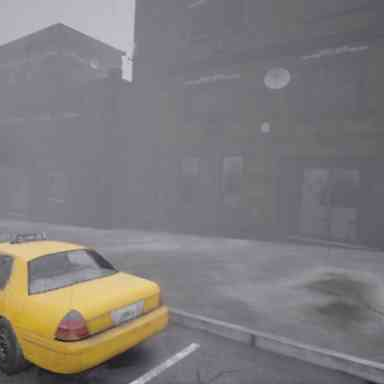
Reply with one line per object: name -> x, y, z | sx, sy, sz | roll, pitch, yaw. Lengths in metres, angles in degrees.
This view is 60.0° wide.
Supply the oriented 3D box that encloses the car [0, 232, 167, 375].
car -> -2.880, 1.462, 5.584 | 5.366, 1.575, 1.946 | 0, 0, 35
